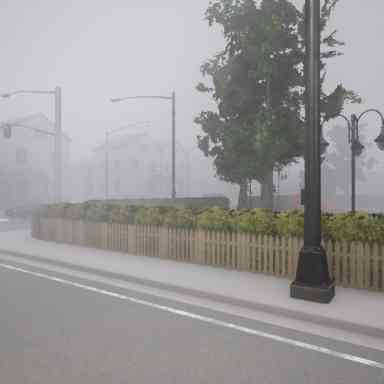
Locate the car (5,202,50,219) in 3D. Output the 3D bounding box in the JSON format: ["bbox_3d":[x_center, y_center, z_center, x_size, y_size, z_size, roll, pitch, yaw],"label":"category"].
[{"bbox_3d":[-14.031,1.564,29.263,1.994,1.385,4.181,0,0,35],"label":"car"}]

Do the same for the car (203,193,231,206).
[{"bbox_3d":[3.528,1.221,48.161,2.150,2.045,5.566,0,0,35],"label":"car"}]
